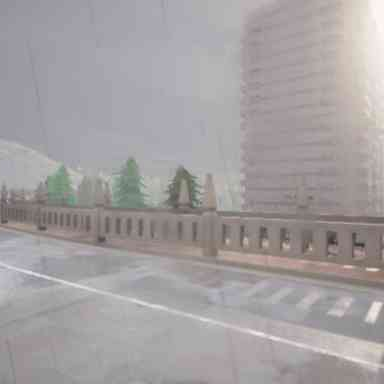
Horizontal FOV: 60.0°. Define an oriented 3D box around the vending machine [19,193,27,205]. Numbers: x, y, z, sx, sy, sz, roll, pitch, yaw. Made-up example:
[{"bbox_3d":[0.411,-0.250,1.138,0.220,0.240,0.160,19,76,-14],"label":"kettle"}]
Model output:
[{"bbox_3d":[-30.413,1.197,59.777,1.100,2.100,0.880,0,0,-13],"label":"vending machine"}]
